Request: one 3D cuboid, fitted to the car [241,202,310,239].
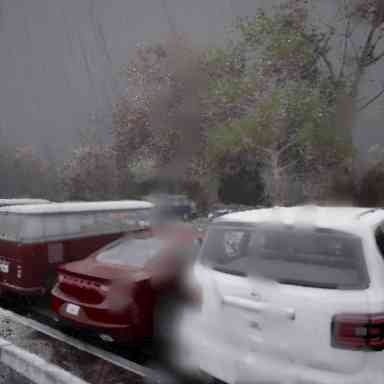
[{"bbox_3d":[4.897,1.466,18.798,1.946,1.575,5.366,0,0,35],"label":"car"}]

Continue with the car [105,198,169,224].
[{"bbox_3d":[-4.085,1.346,25.385,2.185,1.767,4.553,0,0,35],"label":"car"}]

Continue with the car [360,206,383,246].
[{"bbox_3d":[9.528,1.499,15.695,2.163,1.488,4.792,0,0,35],"label":"car"}]

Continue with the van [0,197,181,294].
[{"bbox_3d":[-2.429,1.242,8.328,1.878,1.987,4.442,0,0,35],"label":"van"}]

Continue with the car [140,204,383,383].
[{"bbox_3d":[2.089,1.216,5.006,2.435,2.045,5.566,0,0,35],"label":"car"}]

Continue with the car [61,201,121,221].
[{"bbox_3d":[-8.598,1.524,28.646,2.002,1.452,4.674,0,0,36],"label":"car"}]

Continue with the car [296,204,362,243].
[{"bbox_3d":[7.272,1.469,17.329,2.097,1.535,5.008,0,0,35],"label":"car"}]

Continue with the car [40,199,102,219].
[{"bbox_3d":[-10.865,1.494,30.268,2.097,1.535,5.008,0,0,36],"label":"car"}]

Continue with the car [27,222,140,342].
[{"bbox_3d":[-0.215,1.467,6.604,2.097,1.535,5.008,0,0,35],"label":"car"}]

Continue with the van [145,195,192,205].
[{"bbox_3d":[-1.736,1.242,23.891,1.878,1.987,4.442,0,0,35],"label":"van"}]

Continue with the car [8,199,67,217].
[{"bbox_3d":[-15.402,1.528,33.496,2.097,1.535,5.008,-1,0,36],"label":"car"}]

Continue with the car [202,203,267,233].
[{"bbox_3d":[2.734,1.509,20.562,2.002,1.452,4.674,0,0,35],"label":"car"}]
